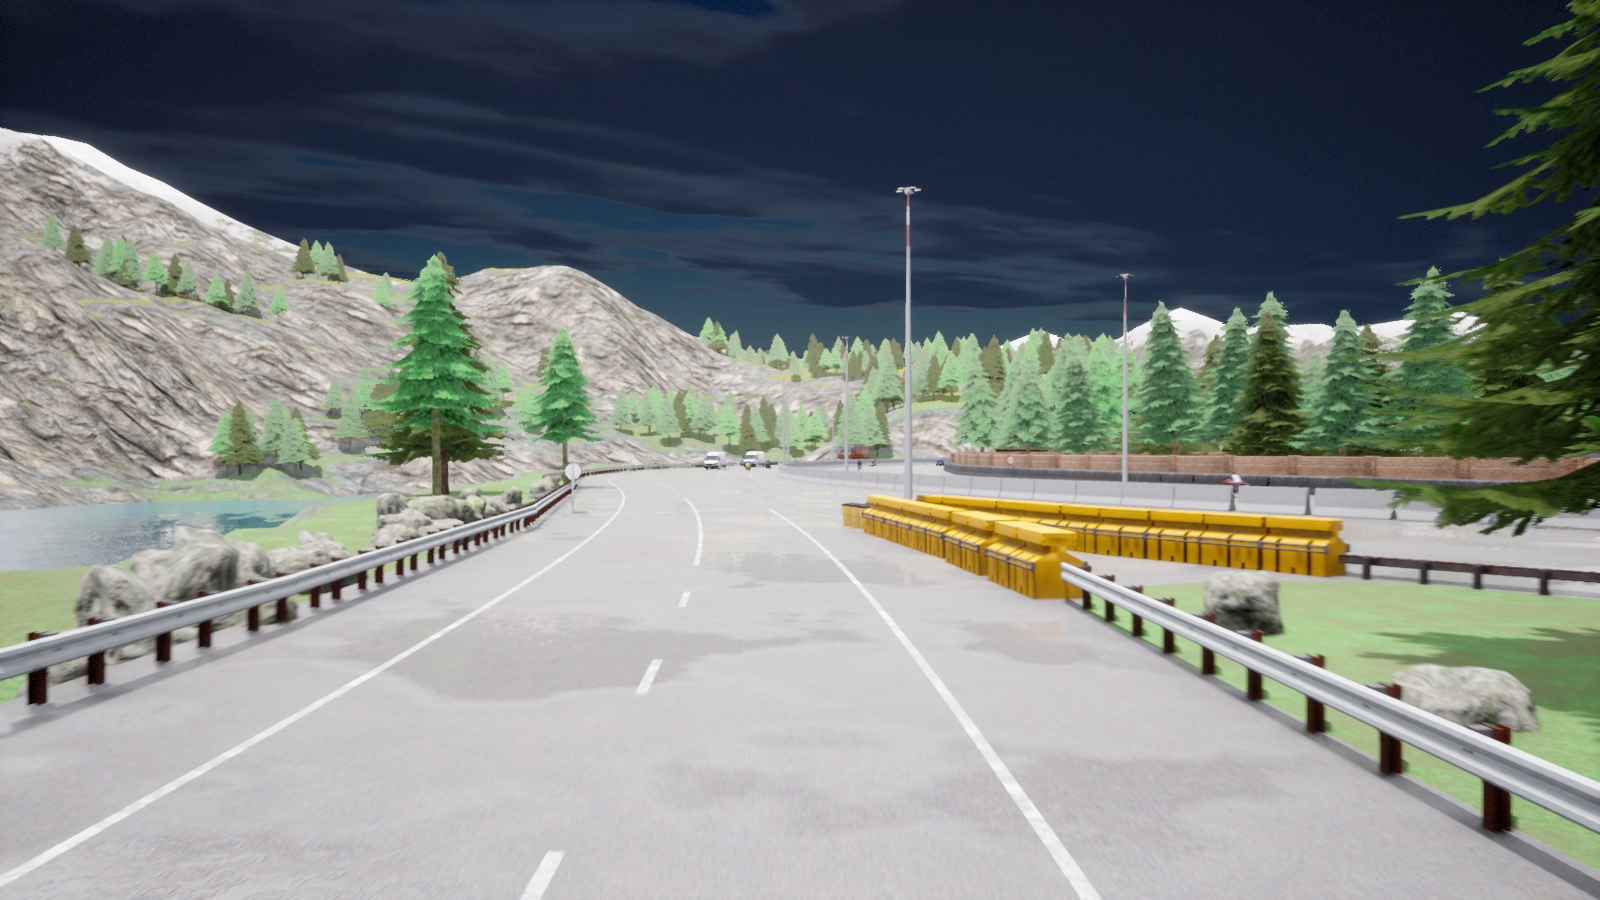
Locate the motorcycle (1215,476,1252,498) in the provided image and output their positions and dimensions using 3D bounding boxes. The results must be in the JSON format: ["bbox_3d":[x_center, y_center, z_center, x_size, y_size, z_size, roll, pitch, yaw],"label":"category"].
[{"bbox_3d":[25.329,2.172,66.787,0.803,1.217,2.033,2,-1,-26],"label":"motorcycle"}]
